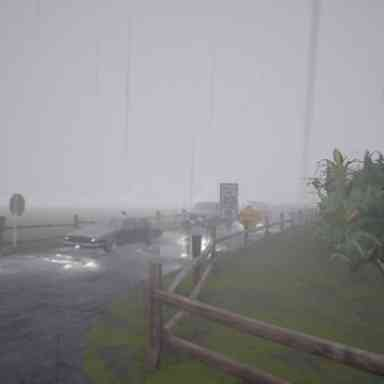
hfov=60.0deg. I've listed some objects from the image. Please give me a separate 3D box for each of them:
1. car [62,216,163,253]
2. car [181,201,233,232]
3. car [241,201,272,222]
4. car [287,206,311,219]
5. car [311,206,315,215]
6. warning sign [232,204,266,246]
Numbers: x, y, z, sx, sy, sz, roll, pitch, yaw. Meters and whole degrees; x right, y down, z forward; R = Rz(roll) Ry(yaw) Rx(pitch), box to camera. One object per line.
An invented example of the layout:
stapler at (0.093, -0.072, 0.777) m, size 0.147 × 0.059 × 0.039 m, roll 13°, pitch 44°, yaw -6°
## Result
car at (-3.358, 1.824, 15.491) m, size 2.033 × 1.411 × 5.357 m, roll 1°, pitch -1°, yaw 26°
car at (1.318, 1.737, 24.704) m, size 2.150 × 2.045 × 5.566 m, roll 1°, pitch -1°, yaw 27°
car at (7.017, 2.028, 35.863) m, size 2.150 × 2.045 × 5.566 m, roll 1°, pitch -1°, yaw 27°
car at (13.255, 2.528, 41.748) m, size 1.837 × 1.490 × 4.892 m, roll 1°, pitch -1°, yaw 27°
car at (17.911, 2.828, 50.975) m, size 1.994 × 1.385 × 4.181 m, roll 1°, pitch -1°, yaw 27°
warning sign at (2.706, 1.515, 15.756) m, size 1.300 × 1.860 × 1.060 m, roll 1°, pitch -1°, yaw 27°
